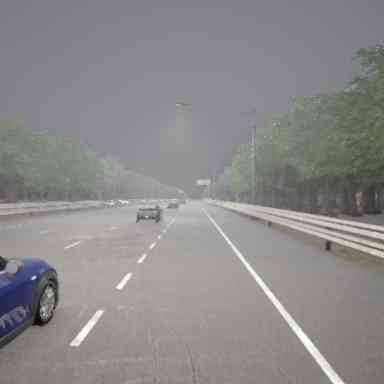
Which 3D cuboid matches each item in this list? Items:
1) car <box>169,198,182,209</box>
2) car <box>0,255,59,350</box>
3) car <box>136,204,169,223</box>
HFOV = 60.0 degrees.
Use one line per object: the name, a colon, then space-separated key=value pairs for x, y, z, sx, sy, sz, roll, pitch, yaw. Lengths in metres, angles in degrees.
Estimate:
car: x=-3.259 y=2.274 z=59.235 sx=1.812 sy=1.442 sz=4.674 roll=0 pitch=-1 yaw=0
car: x=-3.490 y=1.363 z=4.293 sx=2.097 sy=1.767 sz=4.553 roll=0 pitch=0 yaw=0
car: x=-3.432 y=1.720 z=27.729 sx=2.128 sy=1.511 sz=4.902 roll=0 pitch=-1 yaw=0
